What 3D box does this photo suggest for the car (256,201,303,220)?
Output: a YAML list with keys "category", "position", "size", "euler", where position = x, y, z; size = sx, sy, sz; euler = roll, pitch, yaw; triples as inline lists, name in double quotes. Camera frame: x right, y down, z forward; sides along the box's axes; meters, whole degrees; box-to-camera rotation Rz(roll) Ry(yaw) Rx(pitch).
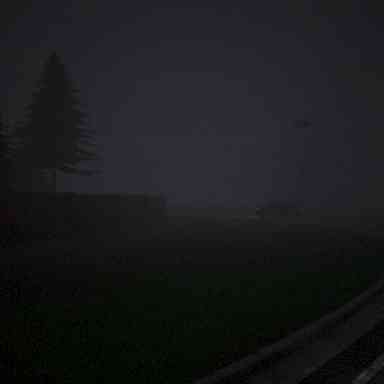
- category: "car"
  position: [9.737, 2.040, 37.439]
  size: [2.150, 2.045, 5.566]
  euler: [2, -2, -35]
